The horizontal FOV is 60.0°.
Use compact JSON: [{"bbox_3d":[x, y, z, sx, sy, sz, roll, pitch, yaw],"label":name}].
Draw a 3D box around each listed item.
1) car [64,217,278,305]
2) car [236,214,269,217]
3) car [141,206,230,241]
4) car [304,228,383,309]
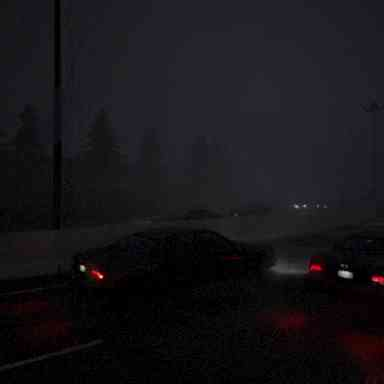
[{"bbox_3d":[-0.217,1.571,8.175,5.357,1.411,2.033,0,0,-39],"label":"car"},{"bbox_3d":[5.039,1.566,28.033,2.128,1.511,4.902,0,0,40],"label":"car"},{"bbox_3d":[-0.241,1.576,17.654,4.674,1.442,1.812,0,0,-42],"label":"car"},{"bbox_3d":[4.717,1.566,7.729,5.357,1.411,2.033,0,0,-41],"label":"car"}]
